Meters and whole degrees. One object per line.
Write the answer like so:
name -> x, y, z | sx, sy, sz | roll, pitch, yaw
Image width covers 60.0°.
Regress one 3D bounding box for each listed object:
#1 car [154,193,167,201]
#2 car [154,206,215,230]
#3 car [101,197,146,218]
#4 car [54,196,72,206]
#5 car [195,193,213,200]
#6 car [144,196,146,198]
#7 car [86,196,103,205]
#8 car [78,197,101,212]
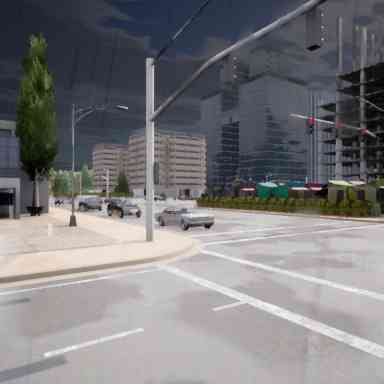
car -> -7.811, 1.156, 78.618 | 3.866, 1.878, 1.905 | 0, 0, -34
car -> -0.563, 1.601, 21.138 | 1.895, 1.301, 4.718 | 0, 0, -33
car -> -6.171, 1.492, 29.900 | 2.128, 1.511, 4.902 | 0, 0, -33
car -> -20.229, 1.331, 52.041 | 2.128, 1.511, 4.902 | 0, 0, -33
car -> 3.221, 1.156, 62.389 | 3.866, 1.878, 1.905 | 0, 0, -34
car -> -9.389, 1.153, 81.045 | 4.605, 1.855, 1.932 | 0, 0, -34
car -> -18.306, 1.564, 62.201 | 1.994, 1.385, 4.181 | 0, 0, -33
car -> -11.953, 1.506, 38.949 | 1.837, 1.490, 4.892 | 0, 0, -33
